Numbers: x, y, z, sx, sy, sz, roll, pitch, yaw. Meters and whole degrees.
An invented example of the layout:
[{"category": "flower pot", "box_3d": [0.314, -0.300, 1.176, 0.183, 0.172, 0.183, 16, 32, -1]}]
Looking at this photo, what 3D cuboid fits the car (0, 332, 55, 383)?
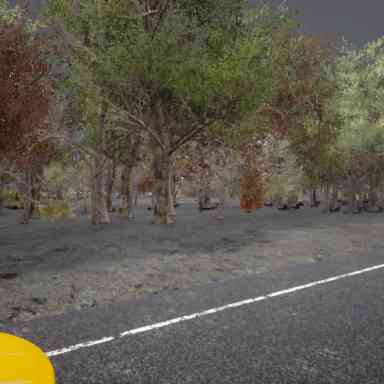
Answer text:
[{"category": "car", "box_3d": [-3.241, 1.477, 1.435, 5.008, 1.535, 1.882, 0, 0, -35]}]
